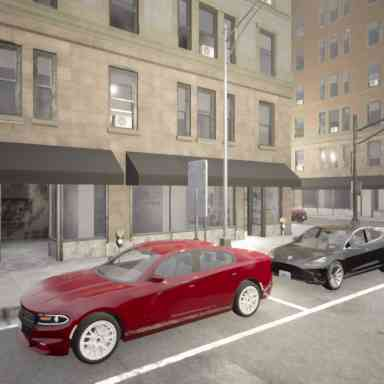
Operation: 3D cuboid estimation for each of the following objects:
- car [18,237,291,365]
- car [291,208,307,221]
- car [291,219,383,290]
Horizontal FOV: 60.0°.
[{"bbox_3d":[-0.522,1.545,5.833,4.507,1.381,1.887,0,0,-36],"label":"car"},{"bbox_3d":[6.493,1.546,25.750,1.882,1.535,5.008,0,0,-36],"label":"car"},{"bbox_3d":[3.935,1.566,9.074,4.313,1.339,1.947,0,0,-36],"label":"car"}]
